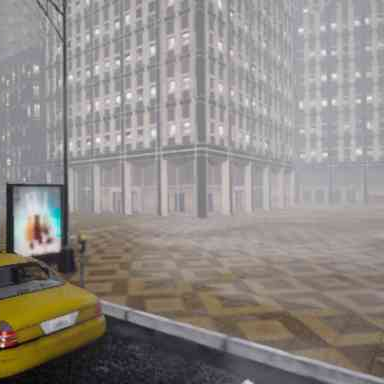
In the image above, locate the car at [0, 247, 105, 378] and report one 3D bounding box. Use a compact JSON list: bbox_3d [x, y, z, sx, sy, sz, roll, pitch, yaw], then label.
[{"bbox_3d":[-3.467,1.557,5.356,4.829,1.417,1.752,0,-1,36],"label":"car"}]
